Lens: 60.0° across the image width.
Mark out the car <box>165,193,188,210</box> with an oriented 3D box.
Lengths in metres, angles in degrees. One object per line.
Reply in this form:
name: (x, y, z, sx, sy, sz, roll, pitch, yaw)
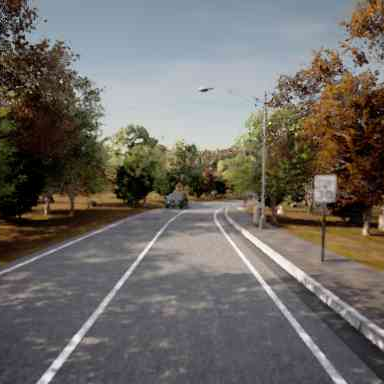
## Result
car: (-1.878, 1.136, 42.082, 2.150, 2.045, 5.566, 1, 0, 9)
